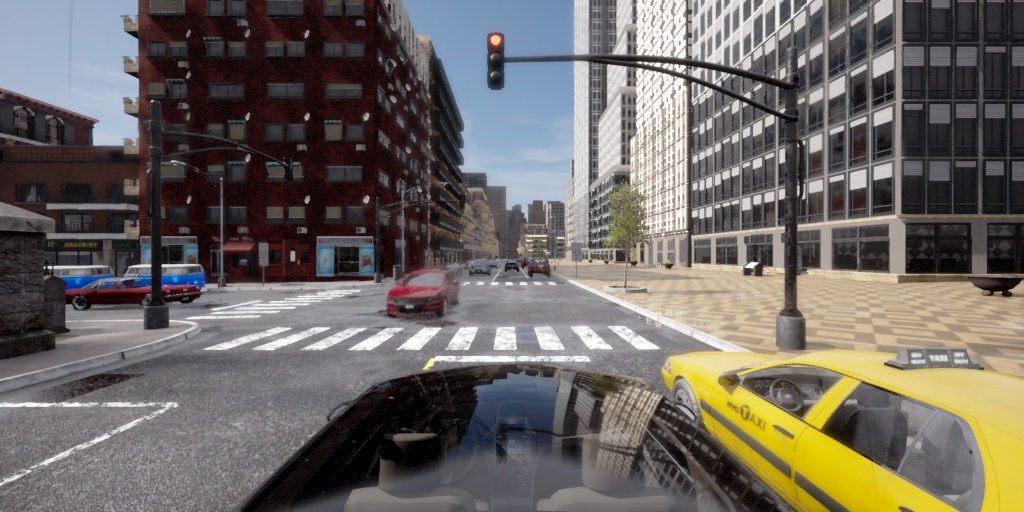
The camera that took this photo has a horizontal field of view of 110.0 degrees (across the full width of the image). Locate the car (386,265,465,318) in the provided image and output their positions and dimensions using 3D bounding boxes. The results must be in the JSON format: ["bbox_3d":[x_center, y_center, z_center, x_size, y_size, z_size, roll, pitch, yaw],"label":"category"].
[{"bbox_3d":[-3.134,1.278,13.491,1.882,1.535,5.008,0,0,0],"label":"car"}]

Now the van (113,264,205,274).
[{"bbox_3d":[-20.810,1.391,21.502,3.998,1.789,1.690,0,0,-1],"label":"van"}]

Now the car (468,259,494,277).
[{"bbox_3d":[-3.176,1.323,36.257,1.994,1.385,4.181,0,0,0],"label":"car"}]

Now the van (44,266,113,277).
[{"bbox_3d":[-26.348,1.481,21.439,3.998,1.789,1.690,0,0,-1],"label":"van"}]

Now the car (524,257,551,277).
[{"bbox_3d":[2.616,1.074,34.796,2.192,1.841,5.009,0,0,0],"label":"car"}]

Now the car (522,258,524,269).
[{"bbox_3d":[2.566,1.100,56.901,2.192,1.841,5.009,0,0,0],"label":"car"}]

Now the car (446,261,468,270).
[{"bbox_3d":[-5.764,1.310,34.777,2.007,1.370,4.403,0,0,0],"label":"car"}]

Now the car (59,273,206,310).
[{"bbox_3d":[-16.578,1.603,15.758,4.718,1.301,1.895,-1,0,-1],"label":"car"}]

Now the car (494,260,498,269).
[{"bbox_3d":[-3.209,1.331,56.153,2.033,1.411,5.357,0,0,0],"label":"car"}]

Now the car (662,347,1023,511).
[{"bbox_3d":[2.690,1.275,2.554,1.751,1.417,4.829,0,0,0],"label":"car"}]

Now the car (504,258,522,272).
[{"bbox_3d":[-0.003,1.277,48.091,1.837,1.490,4.892,0,0,0],"label":"car"}]
